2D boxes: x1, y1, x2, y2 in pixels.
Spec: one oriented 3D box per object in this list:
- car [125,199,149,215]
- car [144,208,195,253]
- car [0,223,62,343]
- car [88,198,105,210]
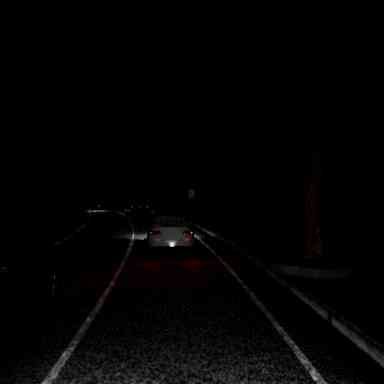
[{"bbox_3d":[-6.024,1.580,36.461,2.097,1.767,4.553,2,-1,-18],"label":"car"},{"bbox_3d":[-0.971,1.600,13.933,1.812,1.442,4.674,1,0,-7],"label":"car"},{"bbox_3d":[-3.648,1.370,5.001,2.097,1.767,4.553,0,0,-4],"label":"car"},{"bbox_3d":[-13.142,1.647,45.704,2.128,1.511,4.902,2,-1,-23],"label":"car"}]
